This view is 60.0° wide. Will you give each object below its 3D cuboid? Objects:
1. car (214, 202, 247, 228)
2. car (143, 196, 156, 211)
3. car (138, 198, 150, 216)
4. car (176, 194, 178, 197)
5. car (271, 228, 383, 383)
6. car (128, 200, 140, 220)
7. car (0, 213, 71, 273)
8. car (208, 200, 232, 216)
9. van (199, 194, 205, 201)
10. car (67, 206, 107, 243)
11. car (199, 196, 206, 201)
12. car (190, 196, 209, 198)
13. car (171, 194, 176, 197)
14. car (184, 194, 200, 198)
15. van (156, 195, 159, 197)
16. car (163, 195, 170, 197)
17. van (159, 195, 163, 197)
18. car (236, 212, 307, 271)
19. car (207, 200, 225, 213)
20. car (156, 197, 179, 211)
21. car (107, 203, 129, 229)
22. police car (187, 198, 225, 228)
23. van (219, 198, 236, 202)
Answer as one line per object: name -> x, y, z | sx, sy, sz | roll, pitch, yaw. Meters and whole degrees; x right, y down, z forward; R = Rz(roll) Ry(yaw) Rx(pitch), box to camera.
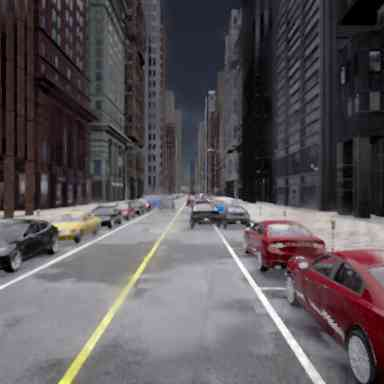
car -> 2.764, 1.573, 22.042 | 2.008, 1.369, 4.403 | 0, 0, 0
car -> -5.759, 1.488, 38.937 | 1.967, 1.590, 4.097 | 0, 0, 0
car -> -5.759, 1.604, 33.300 | 1.947, 1.339, 4.313 | 0, 0, 0
car -> -5.752, 1.742, 95.302 | 1.947, 1.339, 4.313 | 0, 0, 0
car -> 2.762, 1.549, 5.134 | 1.887, 1.381, 4.507 | 0, 0, 0
car -> -5.760, 1.612, 27.663 | 1.802, 1.307, 4.206 | 0, 0, 0
car -> -5.762, 1.575, 10.753 | 1.947, 1.339, 4.313 | 0, 0, 0
car -> 2.765, 1.589, 33.315 | 2.008, 1.369, 4.403 | 0, 0, 0
van -> 2.772, 1.517, 95.314 | 1.690, 1.788, 3.998 | 0, 0, 0
car -> -5.761, 1.541, 16.220 | 1.752, 1.417, 4.829 | 0, 0, 0
car -> 2.772, 1.686, 89.847 | 1.752, 1.417, 4.829 | 0, 0, 0
car -> 0.905, 1.573, 38.428 | 1.812, 1.442, 4.674 | 0, 0, 0
car -> -5.753, 1.690, 84.029 | 1.887, 1.381, 4.507 | 0, 0, 0
car -> 0.008, 1.563, 58.503 | 1.882, 1.535, 5.008 | 0, 0, 0
van -> -5.759, 1.399, 44.573 | 1.690, 1.788, 3.998 | 0, 0, 0
car -> -5.757, 1.406, 61.482 | 2.192, 1.841, 5.009 | 0, 0, 0
van -> -5.758, 1.410, 50.210 | 1.690, 1.788, 3.998 | 0, 0, 0
car -> 2.763, 1.554, 10.770 | 1.887, 1.381, 4.507 | 0, 0, 0
car -> 2.766, 1.630, 38.951 | 1.802, 1.307, 4.206 | 0, 0, 0
car -> -3.081, 1.616, 41.233 | 1.994, 1.385, 4.181 | 0, 0, 0
car -> -5.761, 1.588, 22.026 | 1.947, 1.339, 4.313 | 0, 0, 0
police car -> 0.780, 1.449, 22.512 | 1.930, 1.638, 5.238 | 0, 0, -2
van -> 2.765, 1.371, 27.679 | 1.690, 1.788, 3.998 | 0, 0, 0
